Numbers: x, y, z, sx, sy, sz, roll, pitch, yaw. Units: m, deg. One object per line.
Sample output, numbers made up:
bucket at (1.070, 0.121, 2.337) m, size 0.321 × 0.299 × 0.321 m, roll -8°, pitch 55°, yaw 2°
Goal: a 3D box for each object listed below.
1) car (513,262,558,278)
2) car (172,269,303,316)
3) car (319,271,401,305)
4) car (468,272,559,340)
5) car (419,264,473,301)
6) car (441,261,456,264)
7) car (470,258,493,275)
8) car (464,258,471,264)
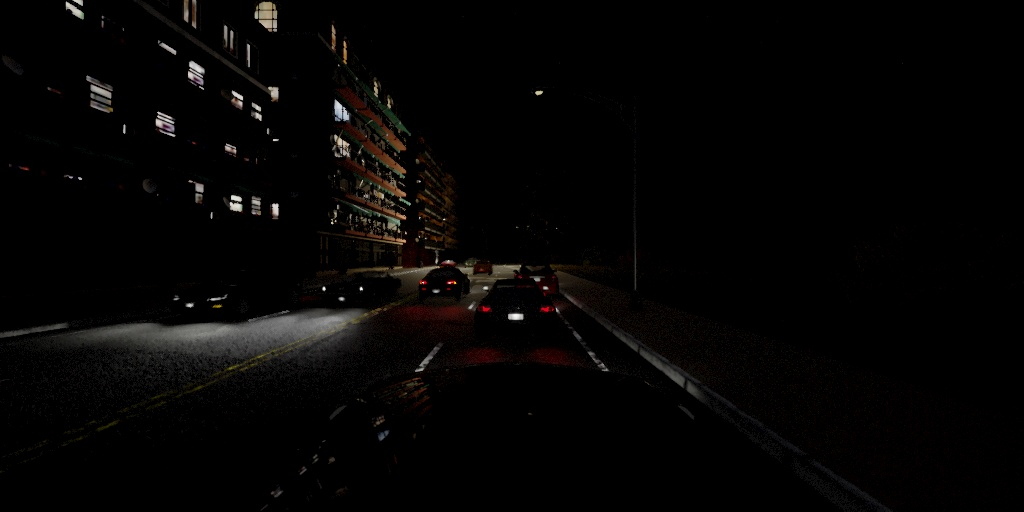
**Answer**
car at (1.151, 1.103, 18.533) m, size 2.097 × 1.767 × 4.553 m, roll 0°, pitch 0°, yaw 0°
car at (-9.841, 1.256, 13.381) m, size 1.837 × 1.490 × 4.892 m, roll 0°, pitch 0°, yaw 0°
car at (-6.586, 1.353, 16.082) m, size 1.895 × 1.301 × 4.718 m, roll 0°, pitch 0°, yaw 0°
car at (0.101, 1.315, 9.954) m, size 1.994 × 1.385 × 4.181 m, roll 0°, pitch 0°, yaw 0°
car at (-3.139, 1.278, 17.149) m, size 1.812 × 1.442 × 4.674 m, roll 0°, pitch 0°, yaw 0°
car at (-9.798, 1.352, 54.799) m, size 1.895 × 1.301 × 4.718 m, roll 0°, pitch 0°, yaw 0°
car at (-3.119, 1.229, 39.330) m, size 1.882 × 1.535 × 5.008 m, roll 0°, pitch 0°, yaw 0°
car at (-6.533, 1.102, 58.696) m, size 2.097 × 1.767 × 4.553 m, roll 0°, pitch 0°, yaw 0°
